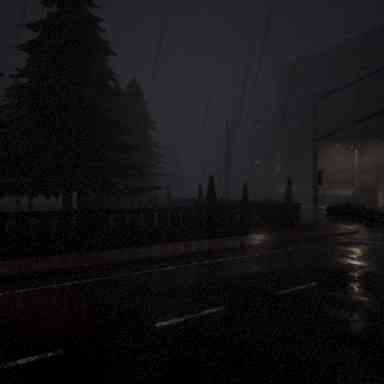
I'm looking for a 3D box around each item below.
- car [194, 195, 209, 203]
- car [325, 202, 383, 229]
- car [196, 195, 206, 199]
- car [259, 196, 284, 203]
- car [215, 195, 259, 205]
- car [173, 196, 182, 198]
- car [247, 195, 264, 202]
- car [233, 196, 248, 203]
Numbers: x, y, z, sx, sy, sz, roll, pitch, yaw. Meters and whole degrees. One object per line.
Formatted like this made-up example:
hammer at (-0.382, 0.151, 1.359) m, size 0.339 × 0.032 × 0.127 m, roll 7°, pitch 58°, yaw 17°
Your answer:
car at (1.957, 1.441, 66.815) m, size 2.128 × 1.511 × 4.902 m, roll 0°, pitch 0°, yaw 14°
car at (11.005, 1.455, 21.940) m, size 2.128 × 1.511 × 4.902 m, roll 1°, pitch 1°, yaw -20°
car at (2.247, 1.492, 46.177) m, size 2.033 × 1.411 × 5.357 m, roll 0°, pitch 0°, yaw -16°
car at (8.113, 1.422, 33.953) m, size 1.882 × 1.535 × 5.008 m, roll 0°, pitch 0°, yaw -32°
car at (4.224, 1.296, 33.702) m, size 2.097 × 1.767 × 4.553 m, roll 0°, pitch 0°, yaw -30°
car at (-2.554, 1.492, 58.666) m, size 2.033 × 1.411 × 5.357 m, roll 0°, pitch 0°, yaw 3°
car at (14.868, 1.469, 77.593) m, size 1.812 × 1.442 × 4.674 m, roll 0°, pitch 0°, yaw 40°
car at (10.077, 1.492, 68.480) m, size 2.033 × 1.411 × 5.357 m, roll 0°, pitch 0°, yaw 20°
